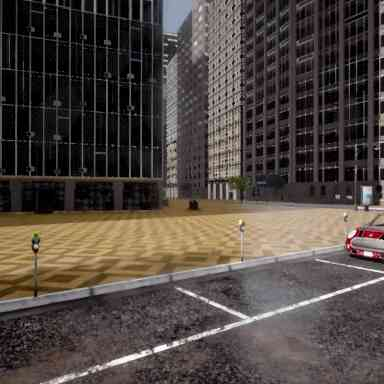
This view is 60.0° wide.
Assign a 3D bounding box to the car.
[{"bbox_3d":[7.205,1.437,11.691,4.097,1.590,1.967,0,0,-35],"label":"car"}]
